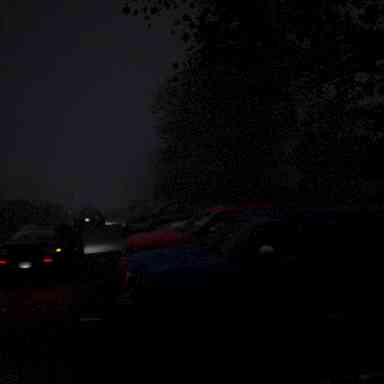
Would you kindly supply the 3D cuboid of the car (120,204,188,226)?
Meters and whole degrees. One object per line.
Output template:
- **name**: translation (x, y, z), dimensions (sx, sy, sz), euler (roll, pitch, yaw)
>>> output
- **car**: translation (-3.120, 1.830, 27.262), dimensions (5.366, 1.575, 1.946), euler (0, -1, -12)

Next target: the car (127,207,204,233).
- **car**: translation (-1.831, 1.777, 21.840), dimensions (4.792, 1.488, 2.163), euler (0, -1, -12)

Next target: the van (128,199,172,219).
- **van**: translation (-4.527, 1.731, 35.508), dimensions (4.442, 1.987, 1.878), euler (0, -1, -12)

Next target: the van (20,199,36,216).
- **van**: translation (-16.980, 1.773, 30.003), dimensions (4.442, 1.987, 1.878), euler (0, -1, -12)

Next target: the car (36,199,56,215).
- **car**: translation (-17.977, 1.835, 35.520), dimensions (5.566, 2.045, 2.435), euler (0, -1, -12)

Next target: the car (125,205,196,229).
- **car**: translation (-2.376, 1.790, 24.571), dimensions (5.008, 1.535, 2.097), euler (0, -1, -12)

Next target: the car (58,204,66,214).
- **car**: translation (-19.679, 1.987, 43.755), dimensions (5.566, 2.045, 2.435), euler (0, -1, -12)

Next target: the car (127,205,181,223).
- **car**: translation (-3.508, 1.914, 30.025), dimensions (4.674, 1.452, 2.002), euler (0, -1, -12)

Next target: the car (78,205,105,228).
- **car**: translation (-7.615, 1.928, 24.895), dimensions (1.994, 1.385, 4.181), euler (0, -1, -11)

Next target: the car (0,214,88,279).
- **car**: translation (-4.633, 1.677, 10.599), dimensions (1.812, 1.442, 4.674), euler (0, 0, -11)

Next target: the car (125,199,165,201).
- **car**: translation (-0.697, 1.414, 16.393), dimensions (5.566, 2.045, 2.435), euler (0, -1, -12)

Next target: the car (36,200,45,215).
- **car**: translation (-17.466, 1.915, 32.764), dimensions (4.553, 1.767, 2.185), euler (0, -1, -12)

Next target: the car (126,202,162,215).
- **car**: translation (-6.328, 2.141, 43.655), dimensions (4.674, 1.452, 2.002), euler (0, -1, -12)

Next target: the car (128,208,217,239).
- **car**: translation (-1.206, 1.735, 19.125), dimensions (4.792, 1.488, 2.163), euler (0, -1, -12)

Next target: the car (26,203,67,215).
- **car**: translation (-20.276, 2.297, 46.486), dimensions (4.892, 1.521, 2.231), euler (0, -1, -12)

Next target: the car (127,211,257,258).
- **car**: translation (-0.104, 1.628, 13.667), dimensions (5.008, 1.535, 2.097), euler (0, -1, -12)

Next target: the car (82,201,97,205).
- **car**: translation (-16.915, 2.436, 53.622), dimensions (1.837, 1.490, 4.892), euler (0, -2, -11)

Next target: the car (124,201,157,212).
- **car**: translation (-8.024, 2.271, 51.836), dimensions (5.008, 1.535, 2.097), euler (0, -1, -12)

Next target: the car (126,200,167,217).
- **car**: translation (-5.235, 1.878, 38.199), dimensions (4.553, 1.767, 2.185), euler (0, -1, -12)

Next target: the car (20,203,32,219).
- **car**: translation (-16.299, 1.957, 27.277), dimensions (4.892, 1.521, 2.231), euler (0, -1, -12)

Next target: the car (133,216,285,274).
- **car**: translation (0.442, 1.632, 11.062), dimensions (4.674, 1.452, 2.002), euler (0, -1, -12)

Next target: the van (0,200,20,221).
- **van**: translation (-15.611, 1.687, 24.561), dimensions (4.442, 1.987, 1.878), euler (0, -1, -12)

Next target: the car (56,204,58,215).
- **car**: translation (-18.565, 2.134, 38.258), dimensions (4.892, 1.521, 2.231), euler (0, -1, -12)

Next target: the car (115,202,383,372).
- **car**: translation (1.550, 1.273, 5.608), dimensions (5.566, 2.045, 2.435), euler (0, -1, -12)

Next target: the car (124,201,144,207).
- **car**: translation (-15.068, 3.129, 86.014), dimensions (4.892, 1.521, 2.231), euler (0, -1, -12)

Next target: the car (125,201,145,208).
- **car**: translation (-13.769, 3.009, 79.726), dimensions (4.674, 1.452, 2.002), euler (0, -1, -12)

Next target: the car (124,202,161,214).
- **car**: translation (-6.889, 2.153, 46.385), dimensions (5.008, 1.535, 2.097), euler (0, -1, -12)

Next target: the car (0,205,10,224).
- **car**: translation (-15.156, 1.871, 21.789), dimensions (5.008, 1.535, 2.097), euler (0, -1, -12)

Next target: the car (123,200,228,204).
- **car**: translation (1.007, 1.304, 8.214), dimensions (5.566, 2.045, 2.435), euler (0, -1, -12)
